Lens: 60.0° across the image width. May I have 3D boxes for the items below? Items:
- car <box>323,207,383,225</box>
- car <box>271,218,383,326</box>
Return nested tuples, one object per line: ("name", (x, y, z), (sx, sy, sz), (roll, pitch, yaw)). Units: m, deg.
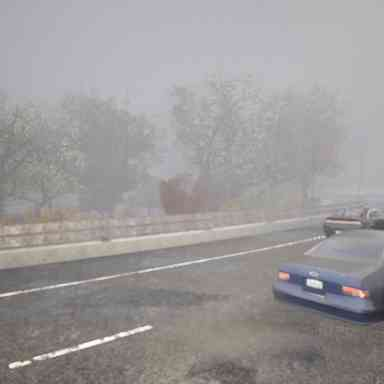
("car", (7.769, 1.429, 15.225), (4.902, 1.511, 2.128), (0, 0, -43))
("car", (3.915, 1.518, 6.990), (5.357, 1.411, 2.033), (0, 0, -40))
